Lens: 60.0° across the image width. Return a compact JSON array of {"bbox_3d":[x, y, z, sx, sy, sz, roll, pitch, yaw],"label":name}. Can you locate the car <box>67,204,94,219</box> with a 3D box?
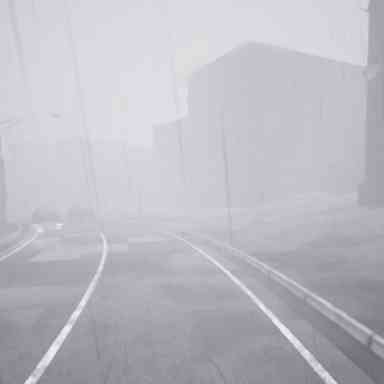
[{"bbox_3d":[-11.618,2.019,34.631,1.812,1.442,4.674,-3,0,-35],"label":"car"}]

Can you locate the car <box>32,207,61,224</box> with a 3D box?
[{"bbox_3d":[-13.774,2.111,31.324,1.812,1.442,4.674,-3,-1,-35],"label":"car"}]
